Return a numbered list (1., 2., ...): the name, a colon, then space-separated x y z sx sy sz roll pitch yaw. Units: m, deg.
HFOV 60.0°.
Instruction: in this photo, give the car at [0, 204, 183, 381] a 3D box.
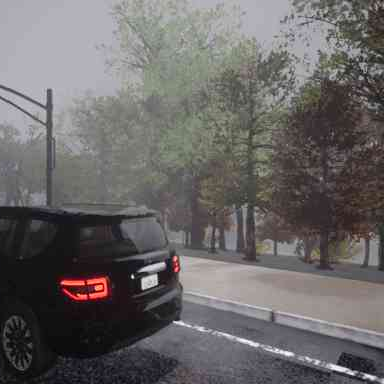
1. car: -2.756 1.221 5.680 5.566 2.045 2.150 0 0 34
